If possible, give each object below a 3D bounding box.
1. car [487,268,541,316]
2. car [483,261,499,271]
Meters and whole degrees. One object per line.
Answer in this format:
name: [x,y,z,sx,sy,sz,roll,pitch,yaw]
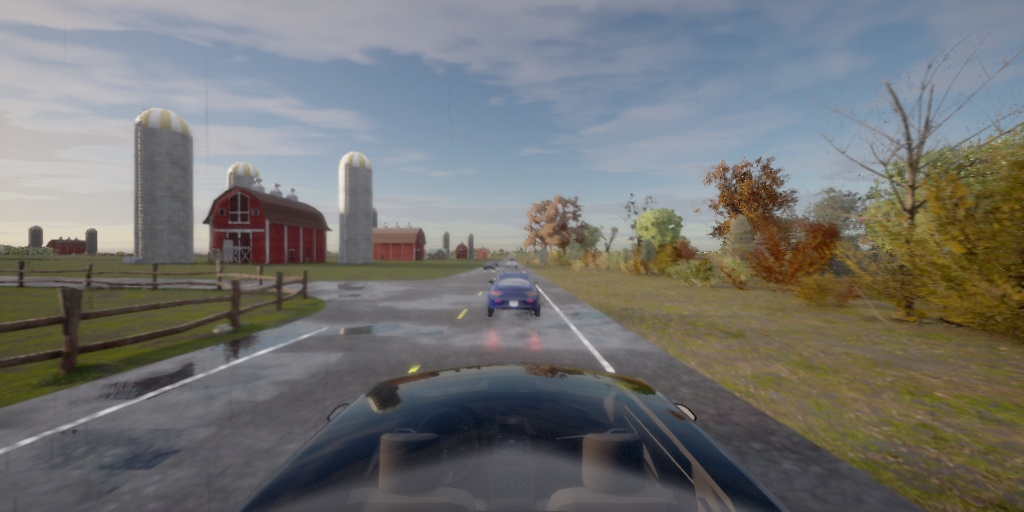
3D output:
car: [0.072,1.342,13.588,1.812,1.442,4.674,0,0,0]
car: [-3.559,1.605,57.229,2.033,1.411,5.357,0,0,1]
